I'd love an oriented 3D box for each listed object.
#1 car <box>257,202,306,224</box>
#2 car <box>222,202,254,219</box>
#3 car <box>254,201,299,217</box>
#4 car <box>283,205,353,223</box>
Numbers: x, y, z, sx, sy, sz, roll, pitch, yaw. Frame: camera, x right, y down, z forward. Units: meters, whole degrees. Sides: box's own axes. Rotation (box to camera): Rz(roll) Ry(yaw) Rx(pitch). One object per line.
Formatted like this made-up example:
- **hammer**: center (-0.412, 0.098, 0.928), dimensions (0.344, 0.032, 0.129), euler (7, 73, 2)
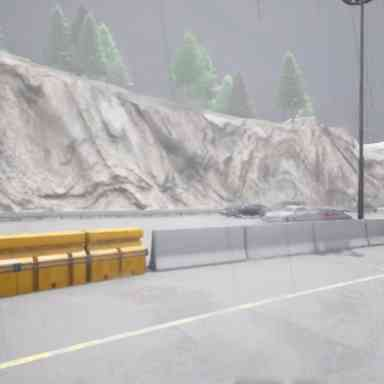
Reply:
- **car**: center (7.447, 1.721, 24.551), dimensions (4.674, 1.442, 1.812), euler (1, 0, -27)
- **car**: center (5.094, 1.696, 31.193), dimensions (4.902, 1.511, 2.128), euler (1, 0, -27)
- **car**: center (8.110, 1.575, 28.792), dimensions (4.553, 1.767, 2.097), euler (1, 0, -26)
- **car**: center (8.201, 1.750, 20.982), dimensions (4.181, 1.385, 1.994), euler (1, 0, -28)
